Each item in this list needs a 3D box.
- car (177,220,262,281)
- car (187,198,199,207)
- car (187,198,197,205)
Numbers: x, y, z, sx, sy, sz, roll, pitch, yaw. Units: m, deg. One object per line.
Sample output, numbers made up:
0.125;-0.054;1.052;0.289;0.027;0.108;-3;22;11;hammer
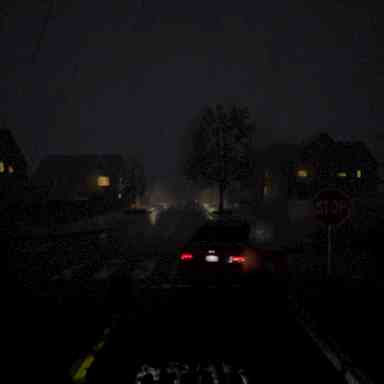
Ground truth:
1.045;1.567;10.006;2.033;1.411;5.357;0;0;14;car
0.123;1.669;54.824;2.128;1.511;4.902;0;0;0;car
0.057;1.856;67.358;1.895;1.301;4.718;0;0;0;car
